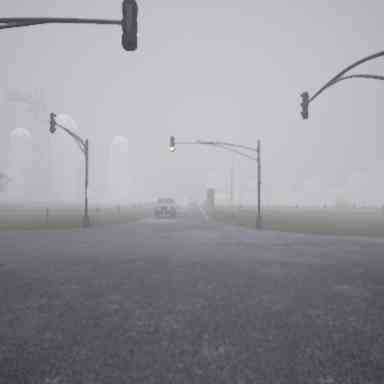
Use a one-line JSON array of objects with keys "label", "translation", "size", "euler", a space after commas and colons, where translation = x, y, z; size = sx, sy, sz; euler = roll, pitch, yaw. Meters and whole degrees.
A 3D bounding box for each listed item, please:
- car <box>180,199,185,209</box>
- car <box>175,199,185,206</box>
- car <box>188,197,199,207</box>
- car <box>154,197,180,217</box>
[{"label": "car", "translation": [-2.620, 2.067, 54.551], "size": [1.812, 1.442, 4.674], "euler": [0, -1, 1]}, {"label": "car", "translation": [-2.514, 2.162, 69.966], "size": [1.882, 1.535, 5.008], "euler": [0, -1, 0]}, {"label": "car", "translation": [0.217, 2.159, 65.557], "size": [1.837, 1.490, 4.892], "euler": [0, -1, 0]}, {"label": "car", "translation": [-2.758, 1.567, 35.671], "size": [2.150, 2.045, 5.566], "euler": [0, 0, 1]}]
